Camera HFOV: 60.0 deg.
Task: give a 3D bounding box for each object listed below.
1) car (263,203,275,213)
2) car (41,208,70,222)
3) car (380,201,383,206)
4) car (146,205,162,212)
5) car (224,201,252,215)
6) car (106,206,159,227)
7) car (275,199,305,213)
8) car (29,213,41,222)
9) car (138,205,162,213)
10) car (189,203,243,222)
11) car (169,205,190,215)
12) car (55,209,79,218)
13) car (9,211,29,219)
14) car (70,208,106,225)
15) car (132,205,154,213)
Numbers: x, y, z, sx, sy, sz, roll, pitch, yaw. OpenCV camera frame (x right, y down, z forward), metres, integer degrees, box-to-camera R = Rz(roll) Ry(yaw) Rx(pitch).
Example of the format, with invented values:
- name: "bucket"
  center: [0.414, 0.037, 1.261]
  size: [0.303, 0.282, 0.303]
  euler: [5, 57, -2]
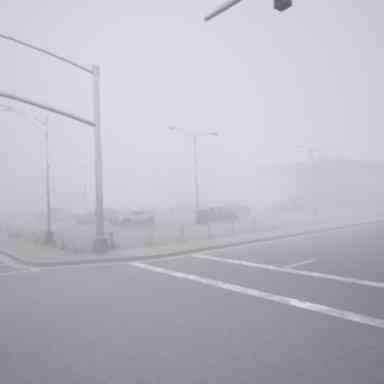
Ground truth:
- name: "car"
  center: [12.276, 2.327, 49.036]
  size: [3.806, 1.475, 1.970]
  euler: [-1, -2, -39]
- name: "car"
  center: [-17.801, 3.014, 44.965]
  size: [3.866, 1.878, 1.905]
  euler: [-1, -2, -39]
- name: "car"
  center: [40.570, 1.925, 67.177]
  size: [2.242, 1.667, 4.611]
  euler: [-1, -2, -39]
- name: "car"
  center: [-7.873, 3.352, 61.482]
  size: [3.633, 1.501, 1.845]
  euler: [-1, -2, -39]
- name: "car"
  center: [5.727, 2.152, 43.645]
  size: [4.605, 1.855, 1.932]
  euler: [-1, -2, -39]
- name: "car"
  center: [-5.399, 2.322, 30.304]
  size: [3.806, 1.475, 1.970]
  euler: [-1, -2, -39]
- name: "car"
  center: [13.894, 1.904, 46.085]
  size: [3.866, 1.878, 1.905]
  euler: [-1, -2, -39]
- name: "car"
  center: [-19.956, 3.166, 46.951]
  size: [4.605, 1.855, 1.932]
  euler: [-1, -2, -39]
- name: "car"
  center: [-9.422, 3.802, 75.504]
  size: [5.027, 1.636, 2.152]
  euler: [-1, -2, -39]
- name: "car"
  center: [2.374, 2.152, 31.932]
  size: [4.514, 1.523, 2.007]
  euler: [-1, -2, -39]
- name: "car"
  center: [-1.590, 2.892, 53.726]
  size: [4.514, 1.523, 2.007]
  euler: [-1, -2, -39]
- name: "car"
  center: [-23.960, 4.059, 63.799]
  size: [3.806, 1.475, 1.970]
  euler: [-1, -2, -39]
- name: "car"
  center: [-31.588, 4.257, 61.407]
  size: [3.633, 1.501, 1.845]
  euler: [-1, -2, -39]
- name: "car"
  center: [-9.710, 2.529, 35.066]
  size: [5.027, 1.636, 2.152]
  euler: [-1, -2, -39]
- name: "car"
  center: [-11.446, 3.949, 77.898]
  size: [4.514, 1.523, 2.007]
  euler: [-1, -2, -39]
